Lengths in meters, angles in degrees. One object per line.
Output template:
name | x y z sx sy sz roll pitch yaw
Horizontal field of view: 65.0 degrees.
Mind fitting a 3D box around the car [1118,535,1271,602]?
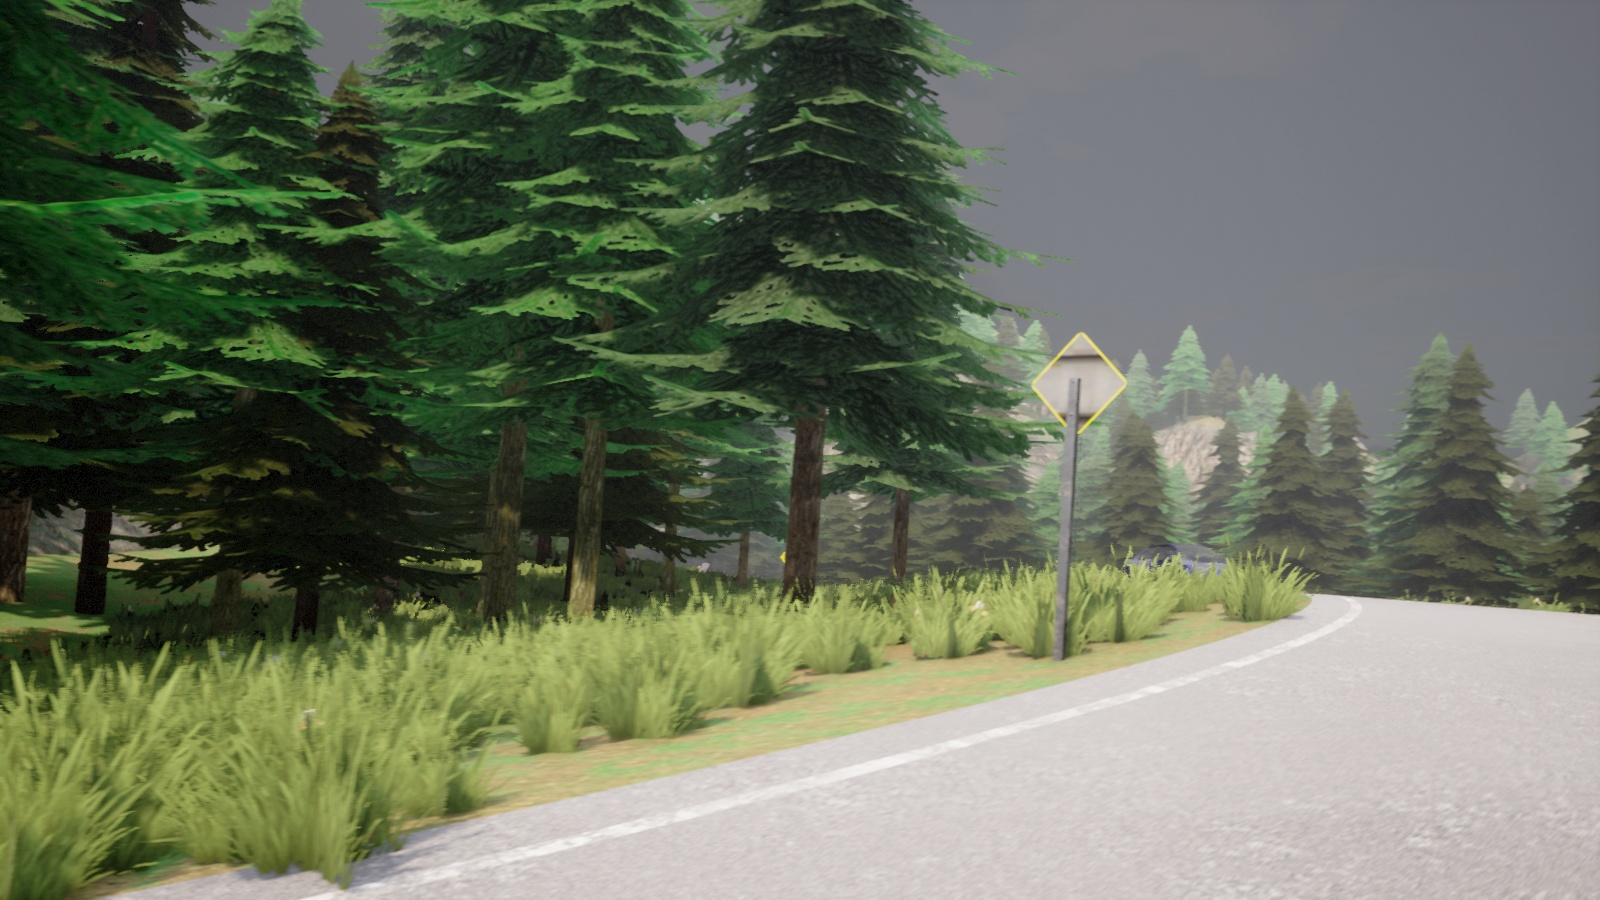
car | 9.986 3.075 32.099 1.816 1.474 4.193 5 -8 -13
